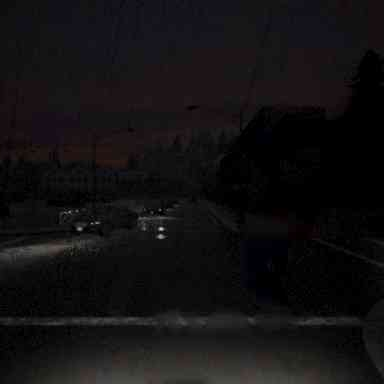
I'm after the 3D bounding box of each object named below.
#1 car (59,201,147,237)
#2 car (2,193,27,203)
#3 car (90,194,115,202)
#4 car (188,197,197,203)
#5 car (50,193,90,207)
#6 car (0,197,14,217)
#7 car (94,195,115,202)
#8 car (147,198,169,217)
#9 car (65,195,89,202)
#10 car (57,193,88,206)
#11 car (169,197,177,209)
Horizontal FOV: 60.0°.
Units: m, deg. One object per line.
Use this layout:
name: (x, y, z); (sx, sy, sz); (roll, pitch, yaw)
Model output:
car: (-4.671, 1.510, 18.288); (2.128, 1.511, 4.902); (0, 0, 17)
car: (-35.012, 1.140, 65.165); (4.605, 1.855, 1.932); (0, 0, 0)
car: (-17.630, 1.195, 62.018); (5.027, 1.636, 2.152); (0, 0, 0)
car: (0.138, 1.629, 69.153); (1.895, 1.301, 4.718); (0, 0, 0)
car: (-17.225, 1.132, 46.318); (4.605, 1.855, 1.932); (0, 0, 0)
car: (-17.370, 1.401, 27.734); (3.633, 1.501, 1.845); (0, 0, 0)
car: (-17.951, 1.276, 68.436); (3.806, 1.475, 1.970); (0, 0, 0)
car: (-3.579, 1.539, 32.058); (1.812, 1.442, 4.674); (0, 0, 0)
car: (-24.998, 1.343, 72.101); (4.514, 1.523, 2.007); (0, 0, 0)
car: (-17.636, 1.113, 49.224); (3.866, 1.878, 1.905); (0, 0, 0)
car: (-3.560, 1.566, 45.636); (2.033, 1.411, 5.357); (0, 0, 0)
